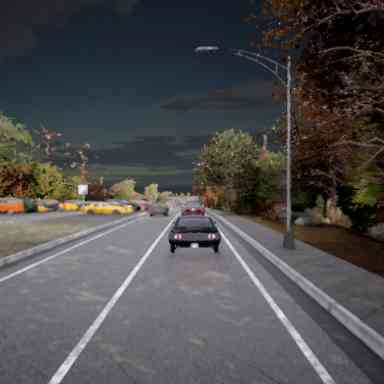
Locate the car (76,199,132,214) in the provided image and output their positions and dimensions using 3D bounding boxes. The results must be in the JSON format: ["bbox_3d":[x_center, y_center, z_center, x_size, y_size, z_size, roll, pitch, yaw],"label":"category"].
[{"bbox_3d":[-10.158,1.895,38.549,5.366,1.575,1.946,0,-2,0],"label":"car"}]

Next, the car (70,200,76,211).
[{"bbox_3d":[-23.411,2.578,58.026,5.008,1.535,2.097,0,-2,0],"label":"car"}]

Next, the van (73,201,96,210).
[{"bbox_3d":[-23.295,2.876,72.000,4.442,1.987,1.878,0,-2,0],"label":"van"}]

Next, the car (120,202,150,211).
[{"bbox_3d":[-10.341,2.680,60.729,5.008,1.535,2.097,0,-2,0],"label":"car"}]

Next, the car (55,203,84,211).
[{"bbox_3d":[-23.408,2.791,63.688,4.892,1.521,2.231,0,-2,0],"label":"car"}]

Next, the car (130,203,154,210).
[{"bbox_3d":[-10.335,3.032,69.050,4.674,1.452,2.002,0,-2,0],"label":"car"}]

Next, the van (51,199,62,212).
[{"bbox_3d":[-23.535,2.149,52.623,4.442,1.987,1.878,0,-2,0],"label":"van"}]

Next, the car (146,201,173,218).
[{"bbox_3d":[-3.350,1.852,34.829,1.837,1.490,4.892,0,-1,0],"label":"car"}]

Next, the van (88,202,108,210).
[{"bbox_3d":[-23.525,3.390,82.928,4.442,1.987,1.878,0,-3,0],"label":"van"}]

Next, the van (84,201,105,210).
[{"bbox_3d":[-23.525,3.249,80.287,4.442,1.987,1.878,0,-3,0],"label":"van"}]

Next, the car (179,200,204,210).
[{"bbox_3d":[0.093,1.621,31.289,2.097,1.767,4.553,0,-1,0],"label":"car"}]

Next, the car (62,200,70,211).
[{"bbox_3d":[-23.386,2.353,55.387,4.553,1.767,2.185,0,-2,0],"label":"car"}]

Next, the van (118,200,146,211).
[{"bbox_3d":[-10.453,2.351,57.963,4.442,1.987,1.878,0,-2,0],"label":"van"}]

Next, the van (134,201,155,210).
[{"bbox_3d":[-10.215,2.871,71.834,4.442,1.987,1.878,0,-2,0],"label":"van"}]

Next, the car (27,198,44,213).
[{"bbox_3d":[-23.449,1.820,44.322,5.566,2.045,2.435,0,-2,0],"label":"car"}]

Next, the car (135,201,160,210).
[{"bbox_3d":[-10.358,3.068,77.367,5.566,2.045,2.435,0,-3,0],"label":"car"}]

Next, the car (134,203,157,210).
[{"bbox_3d":[-10.360,3.230,74.605,4.792,1.488,2.163,0,-3,0],"label":"car"}]

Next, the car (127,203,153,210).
[{"bbox_3d":[-10.304,2.918,66.275,4.792,1.488,2.163,0,-2,0],"label":"car"}]

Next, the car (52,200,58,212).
[{"bbox_3d":[-23.413,2.272,49.846,4.892,1.521,2.231,0,-2,0],"label":"car"}]

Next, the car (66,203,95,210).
[{"bbox_3d":[-23.228,2.995,69.226,5.366,1.575,1.946,0,-2,0],"label":"car"}]

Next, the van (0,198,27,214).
[{"bbox_3d":[-23.540,1.754,41.431,4.442,1.987,1.878,0,-2,0],"label":"van"}]

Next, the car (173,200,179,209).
[{"bbox_3d":[-3.267,2.748,75.344,2.150,2.045,5.566,0,-2,0],"label":"car"}]

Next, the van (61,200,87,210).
[{"bbox_3d":[-23.530,2.668,66.465,4.442,1.987,1.878,0,-2,0],"label":"van"}]

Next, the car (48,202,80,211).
[{"bbox_3d":[-23.410,2.686,60.920,5.008,1.535,2.097,0,-2,0],"label":"car"}]

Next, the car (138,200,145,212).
[{"bbox_3d":[-10.311,2.013,49.641,5.566,2.045,2.435,0,-2,0],"label":"car"}]

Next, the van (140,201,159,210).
[{"bbox_3d":[-10.212,3.242,80.138,4.442,1.987,1.878,0,-3,0],"label":"van"}]

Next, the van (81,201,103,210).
[{"bbox_3d":[-23.293,3.093,77.388,4.442,1.987,1.878,0,-3,0],"label":"van"}]

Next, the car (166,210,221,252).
[{"bbox_3d":[0.097,1.632,14.067,1.895,1.301,4.718,0,0,0],"label":"car"}]

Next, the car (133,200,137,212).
[{"bbox_3d":[-10.348,2.066,44.087,5.008,1.535,2.097,0,-2,0],"label":"car"}]

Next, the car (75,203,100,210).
[{"bbox_3d":[-23.416,3.205,74.760,5.008,1.535,2.097,0,-2,0],"label":"car"}]

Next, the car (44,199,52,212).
[{"bbox_3d":[-23.235,2.166,47.081,5.366,1.575,1.946,0,-2,0],"label":"car"}]
